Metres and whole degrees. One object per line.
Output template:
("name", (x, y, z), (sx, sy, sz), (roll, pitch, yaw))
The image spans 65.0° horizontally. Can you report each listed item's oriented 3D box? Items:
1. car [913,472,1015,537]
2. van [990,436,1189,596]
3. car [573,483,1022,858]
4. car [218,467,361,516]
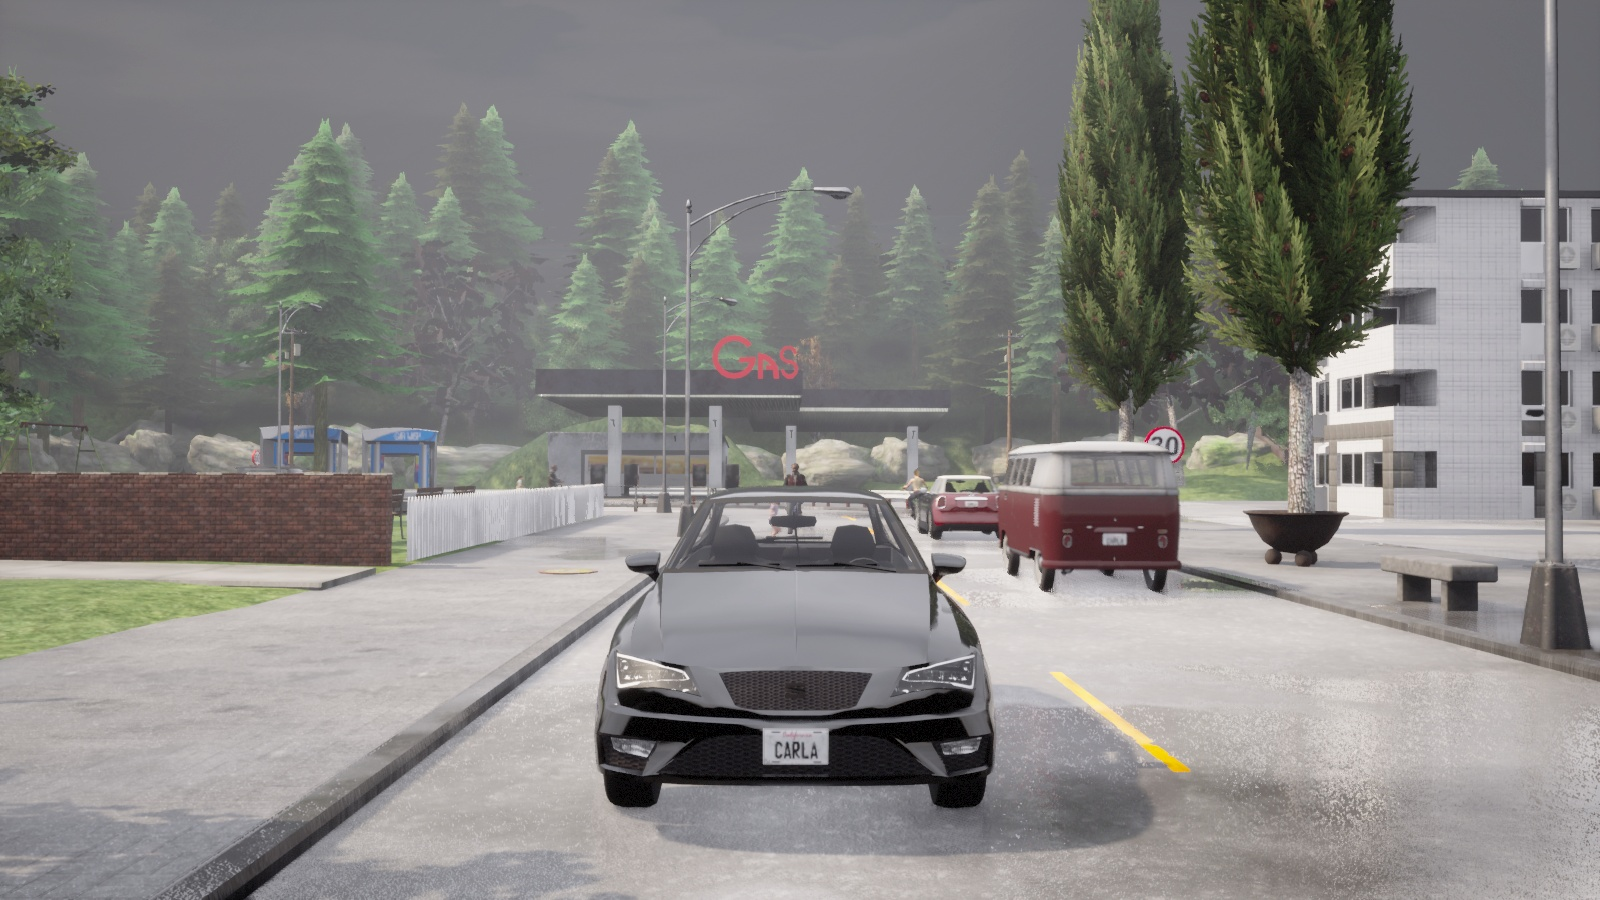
("car", (3.912, 1.276, 30.527), (1.970, 1.475, 3.806), (0, -1, 0))
("van", (3.949, 0.852, 17.895), (1.775, 1.987, 4.442), (0, -1, 0))
("car", (-0.019, 0.949, 7.199), (1.816, 1.474, 4.193), (0, -1, 0))
("car", (-19.155, 1.541, 47.261), (4.553, 1.767, 2.097), (0, -1, 0))
